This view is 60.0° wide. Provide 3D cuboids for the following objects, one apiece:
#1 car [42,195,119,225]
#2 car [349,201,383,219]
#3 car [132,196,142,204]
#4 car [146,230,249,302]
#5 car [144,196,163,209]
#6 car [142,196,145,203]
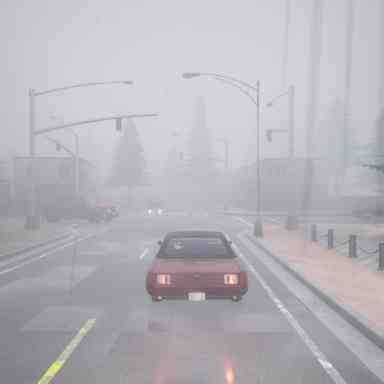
[{"bbox_3d":[-8.134,1.209,24.155,5.566,2.045,2.150,0,-1,15],"label":"car"},{"bbox_3d":[15.771,1.476,27.886,4.902,1.511,2.128,0,0,2],"label":"car"},{"bbox_3d":[-10.072,1.443,63.114,1.882,1.535,5.008,0,0,-24],"label":"car"},{"bbox_3d":[0.074,1.601,8.227,1.895,1.301,4.718,0,0,-1],"label":"car"},{"bbox_3d":[-4.823,1.530,43.443,1.994,1.385,4.181,0,0,-6],"label":"car"},{"bbox_3d":[-6.331,1.470,52.213,1.837,1.490,4.892,0,0,-15],"label":"car"}]
